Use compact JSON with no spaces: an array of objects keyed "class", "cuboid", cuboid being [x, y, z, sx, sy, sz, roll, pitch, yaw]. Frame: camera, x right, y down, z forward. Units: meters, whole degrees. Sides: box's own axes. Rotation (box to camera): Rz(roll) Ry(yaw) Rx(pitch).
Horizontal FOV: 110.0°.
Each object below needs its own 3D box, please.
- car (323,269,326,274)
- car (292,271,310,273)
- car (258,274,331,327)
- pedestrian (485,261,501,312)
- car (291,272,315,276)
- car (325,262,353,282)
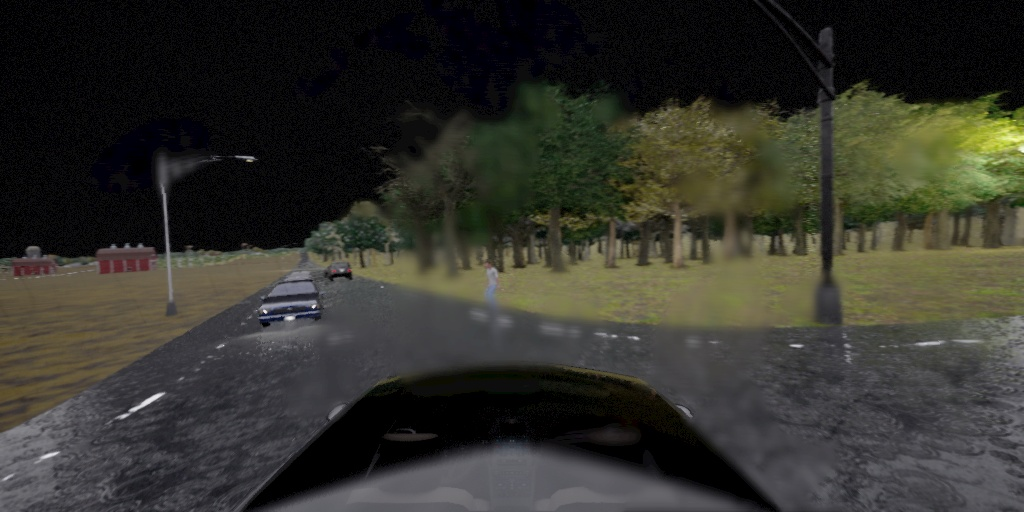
[{"class":"car","cuboid":[-25.862,2.173,51.448,1.882,1.535,5.008,-4,1,-30]},{"class":"car","cuboid":[-18.434,2.038,31.391,1.837,1.490,4.892,-4,1,-30]},{"class":"car","cuboid":[-8.368,1.675,13.977,2.033,1.411,5.357,-3,1,-26]},{"class":"pedestrian","cuboid":[-0.678,0.996,12.392,0.375,1.860,0.375,-6,4,-30]},{"class":"car","cuboid":[-13.353,1.937,22.572,1.895,1.301,4.718,-4,1,-30]},{"class":"car","cuboid":[-19.243,1.702,40.119,2.150,2.045,5.566,-4,1,-29]}]
